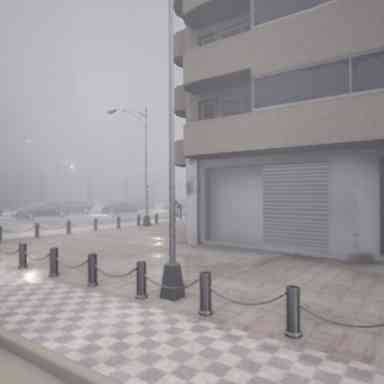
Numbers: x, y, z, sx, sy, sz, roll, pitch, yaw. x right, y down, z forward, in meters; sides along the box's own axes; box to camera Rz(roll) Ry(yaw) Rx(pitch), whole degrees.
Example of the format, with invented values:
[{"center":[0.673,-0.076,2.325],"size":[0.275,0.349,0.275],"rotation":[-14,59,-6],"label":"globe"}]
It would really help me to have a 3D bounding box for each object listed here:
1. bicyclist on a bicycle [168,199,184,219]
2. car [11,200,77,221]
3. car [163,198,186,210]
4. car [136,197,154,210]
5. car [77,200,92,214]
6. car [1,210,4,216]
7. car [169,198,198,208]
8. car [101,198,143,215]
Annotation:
[{"center":[-1.286,1.342,26.303],"size":[1.656,1.620,0.582],"rotation":[-1,0,36],"label":"bicyclist on a bicycle"},{"center":[-12.987,1.596,28.864],"size":[2.128,1.511,4.902],"rotation":[0,0,36],"label":"car"},{"center":[-1.913,1.669,44.163],"size":[1.994,1.385,4.181],"rotation":[0,0,36],"label":"car"},{"center":[-7.031,1.478,43.060],"size":[2.097,1.767,4.553],"rotation":[0,0,36],"label":"car"},{"center":[-12.889,1.630,34.970],"size":[1.837,1.490,4.892],"rotation":[0,0,36],"label":"car"},{"center":[-18.363,1.726,27.425],"size":[1.895,1.301,4.718],"rotation":[0,0,36],"label":"car"},{"center":[-1.183,1.631,51.116],"size":[1.837,1.490,4.892],"rotation":[0,0,36],"label":"car"},{"center":[-7.762,1.669,36.086],"size":[1.994,1.385,4.181],"rotation":[0,0,36],"label":"car"}]
